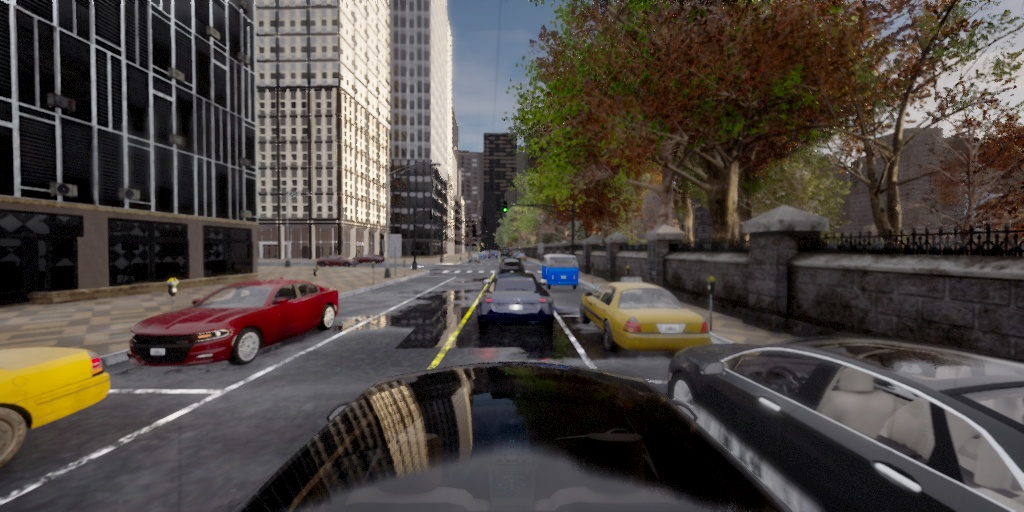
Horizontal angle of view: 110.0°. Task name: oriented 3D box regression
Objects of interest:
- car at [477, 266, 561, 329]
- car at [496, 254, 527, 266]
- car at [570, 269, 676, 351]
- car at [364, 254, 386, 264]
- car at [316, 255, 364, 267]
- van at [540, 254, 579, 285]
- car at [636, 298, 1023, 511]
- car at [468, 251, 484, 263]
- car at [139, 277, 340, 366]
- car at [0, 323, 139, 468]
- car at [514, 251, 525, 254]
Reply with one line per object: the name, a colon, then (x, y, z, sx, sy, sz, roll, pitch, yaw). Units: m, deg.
car: (0.093, 1.164, 10.600, 1.994, 1.385, 4.181, 0, 1, 0)
car: (-0.009, 0.823, 27.118, 1.837, 1.490, 4.892, 0, 1, -1)
car: (2.717, 1.164, 8.453, 1.751, 1.417, 4.829, 0, 0, 0)
car: (-18.336, 0.381, 45.821, 4.207, 1.307, 1.802, 0, 0, 3)
car: (-18.337, 0.541, 37.709, 4.207, 1.307, 1.802, 0, 0, 3)
van: (2.530, 0.788, 19.530, 1.690, 1.789, 3.998, 0, 0, 0)
car: (2.712, 1.284, 2.660, 2.007, 1.370, 4.403, 0, 0, 0)
car: (-5.973, 0.349, 57.125, 2.007, 1.370, 4.403, 0, 0, -1)
car: (-5.453, 1.193, 7.773, 1.888, 1.381, 4.507, 0, 0, 0)
car: (-5.460, 1.269, 1.961, 1.751, 1.417, 4.829, 0, 0, 0)
car: (1.740, 0.218, 63.237, 1.751, 1.417, 4.829, 0, 0, -2)
